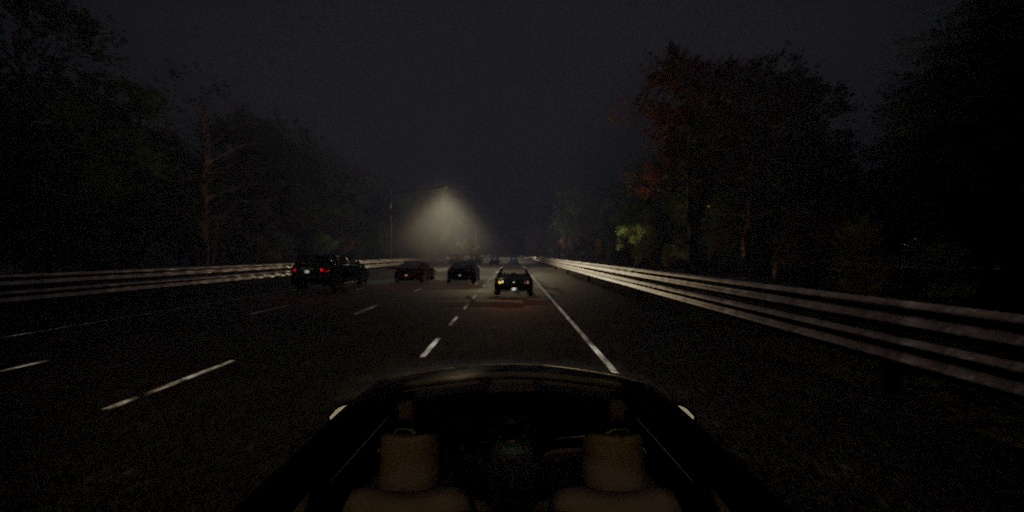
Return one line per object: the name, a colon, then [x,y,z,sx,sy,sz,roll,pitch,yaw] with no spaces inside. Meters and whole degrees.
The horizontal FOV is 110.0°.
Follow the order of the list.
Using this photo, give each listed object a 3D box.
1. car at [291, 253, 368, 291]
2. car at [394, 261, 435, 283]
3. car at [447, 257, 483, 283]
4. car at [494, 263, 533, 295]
car: [-10.400,0.862,20.875,2.150,2.045,5.566,0,1,0]
car: [-6.889,1.088,25.831,1.882,1.535,5.008,0,1,0]
car: [-3.388,1.088,25.784,1.882,1.535,5.008,0,1,0]
car: [0.090,1.250,19.021,1.895,1.301,4.718,0,0,0]
